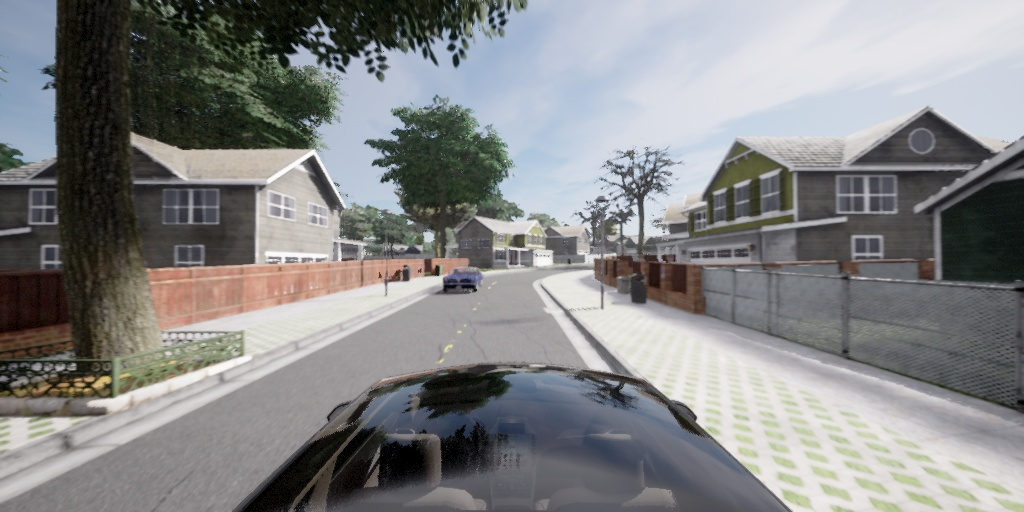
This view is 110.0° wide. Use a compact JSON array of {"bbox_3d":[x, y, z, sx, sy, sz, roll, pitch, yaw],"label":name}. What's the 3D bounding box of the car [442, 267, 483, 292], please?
[{"bbox_3d":[-2.761,1.319,20.851,1.895,1.301,4.718,0,0,0],"label":"car"}]
